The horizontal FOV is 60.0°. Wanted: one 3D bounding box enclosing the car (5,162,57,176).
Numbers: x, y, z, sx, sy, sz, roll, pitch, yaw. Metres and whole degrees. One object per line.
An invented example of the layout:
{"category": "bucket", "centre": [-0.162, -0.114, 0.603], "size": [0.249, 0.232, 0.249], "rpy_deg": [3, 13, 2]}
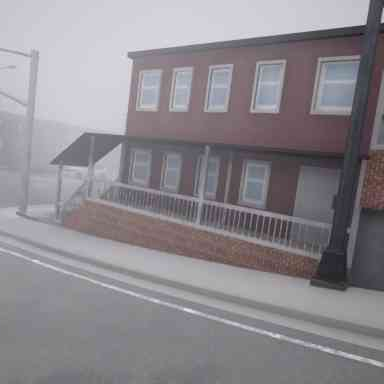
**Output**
{"category": "car", "centre": [-18.015, -2.680, 37.661], "size": [2.033, 1.411, 5.357], "rpy_deg": [11, 6, 36]}

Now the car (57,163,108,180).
{"category": "car", "centre": [-12.484, -2.466, 39.343], "size": [2.150, 2.045, 5.566], "rpy_deg": [11, 6, 35]}
